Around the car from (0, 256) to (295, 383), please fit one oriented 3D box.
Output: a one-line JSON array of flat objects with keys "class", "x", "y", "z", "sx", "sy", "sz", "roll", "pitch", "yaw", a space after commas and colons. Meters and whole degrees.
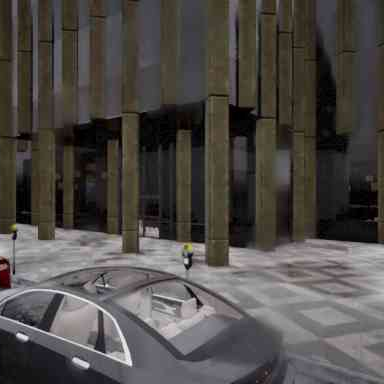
[{"class": "car", "x": -1.120, "y": 1.551, "z": 3.767, "sx": 4.403, "sy": 1.369, "sz": 2.008, "roll": 0, "pitch": 0, "yaw": 36}]
